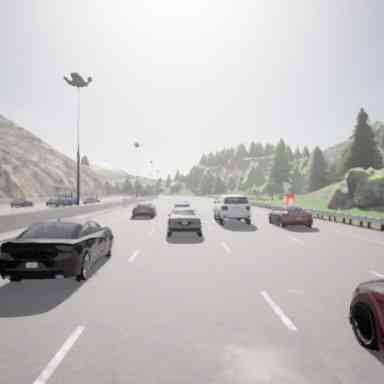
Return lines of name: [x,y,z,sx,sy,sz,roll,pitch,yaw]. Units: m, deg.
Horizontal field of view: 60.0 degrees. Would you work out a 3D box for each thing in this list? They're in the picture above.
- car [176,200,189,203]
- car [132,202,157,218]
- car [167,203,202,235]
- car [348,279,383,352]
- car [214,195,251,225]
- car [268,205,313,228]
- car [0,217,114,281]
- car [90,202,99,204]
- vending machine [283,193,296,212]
car: [-1.060,1.575,37.894,2.033,1.411,5.357,0,0,-2]
car: [-4.326,1.594,30.679,1.994,1.385,4.181,0,0,-2]
car: [-0.431,1.561,18.711,2.033,1.411,5.357,0,0,-2]
car: [3.473,1.558,3.574,1.994,1.385,4.181,0,0,-1]
car: [2.879,1.231,24.551,2.150,2.045,5.566,0,0,-2]
car: [6.455,1.564,22.221,1.994,1.385,4.181,0,0,-2]
car: [-3.669,1.493,9.943,1.882,1.535,5.008,0,0,-2]
car: [-15.696,1.576,51.819,1.837,1.490,4.892,0,0,-1]
vending machine: [10.871,1.195,37.106,1.100,2.100,0.880,0,0,-2]
